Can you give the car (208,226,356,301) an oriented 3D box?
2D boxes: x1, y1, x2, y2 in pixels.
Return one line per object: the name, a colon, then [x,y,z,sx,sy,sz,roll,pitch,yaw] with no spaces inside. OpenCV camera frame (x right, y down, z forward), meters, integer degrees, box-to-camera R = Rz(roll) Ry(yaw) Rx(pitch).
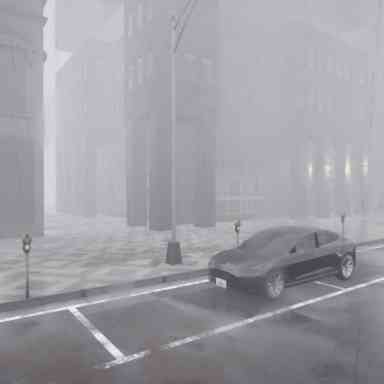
car: [2.397,1.566,8.345,4.313,1.339,1.947,0,0,-35]
